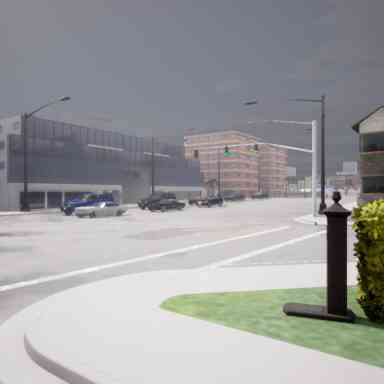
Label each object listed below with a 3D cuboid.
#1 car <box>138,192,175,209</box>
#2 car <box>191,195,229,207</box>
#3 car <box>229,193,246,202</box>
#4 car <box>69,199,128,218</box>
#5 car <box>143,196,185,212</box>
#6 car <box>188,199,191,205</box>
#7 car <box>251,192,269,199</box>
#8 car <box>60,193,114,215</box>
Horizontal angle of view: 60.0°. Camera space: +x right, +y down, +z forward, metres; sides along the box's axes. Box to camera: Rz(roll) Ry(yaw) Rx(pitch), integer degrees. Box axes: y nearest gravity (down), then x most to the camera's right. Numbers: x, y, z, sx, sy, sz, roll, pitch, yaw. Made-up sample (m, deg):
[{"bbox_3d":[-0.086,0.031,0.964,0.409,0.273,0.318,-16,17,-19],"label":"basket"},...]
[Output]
[{"bbox_3d":[-4.187,1.071,41.384,2.150,2.045,5.566,0,1,36],"label":"car"},{"bbox_3d":[2.435,1.217,44.733,2.128,1.511,4.902,0,1,35],"label":"car"},{"bbox_3d":[7.537,0.900,58.085,2.033,1.411,5.357,0,1,35],"label":"car"},{"bbox_3d":[-8.091,1.554,29.712,1.895,1.301,4.718,0,0,35],"label":"car"},{"bbox_3d":[-2.834,1.492,37.216,1.895,1.301,4.718,0,1,35],"label":"car"},{"bbox_3d":[1.415,1.246,49.376,1.895,1.301,4.718,0,2,35],"label":"car"},{"bbox_3d":[13.707,0.733,66.768,2.033,1.411,5.357,0,0,36],"label":"car"},{"bbox_3d":[-10.128,1.170,32.910,2.150,2.045,5.566,0,0,35],"label":"car"}]
